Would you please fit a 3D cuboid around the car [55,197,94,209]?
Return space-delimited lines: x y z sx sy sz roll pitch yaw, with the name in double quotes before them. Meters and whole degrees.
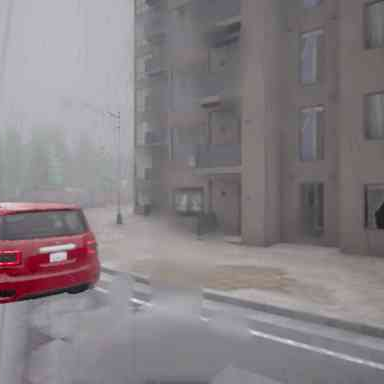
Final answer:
"car" -16.429 1.500 46.662 2.128 1.511 4.902 0 0 32

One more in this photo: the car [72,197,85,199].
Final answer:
"car" -13.830 1.571 44.237 1.994 1.385 4.181 0 0 32

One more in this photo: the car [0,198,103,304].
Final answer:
"car" -4.329 1.226 7.712 5.566 2.045 2.150 0 0 43

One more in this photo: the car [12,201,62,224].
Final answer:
"car" -12.004 1.531 26.162 1.812 1.442 4.674 0 0 -2

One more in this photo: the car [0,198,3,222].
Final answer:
"car" -15.252 1.357 23.168 2.097 1.767 4.553 0 0 -8
